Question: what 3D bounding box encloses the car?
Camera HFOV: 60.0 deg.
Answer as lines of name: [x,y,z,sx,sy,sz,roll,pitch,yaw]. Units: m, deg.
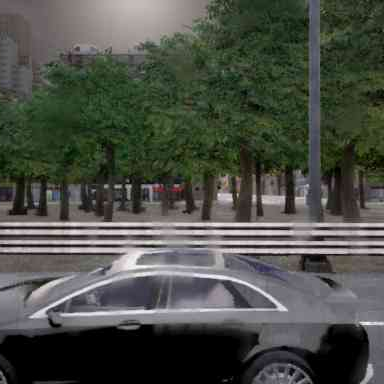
car: [-0.531,1.492,4.012,4.902,1.511,2.128,0,0,1]
